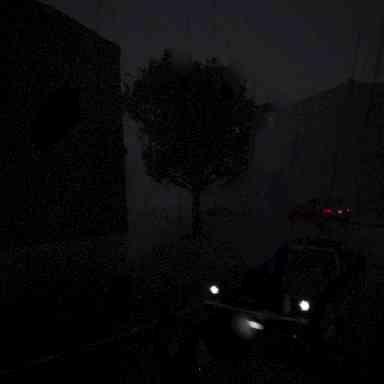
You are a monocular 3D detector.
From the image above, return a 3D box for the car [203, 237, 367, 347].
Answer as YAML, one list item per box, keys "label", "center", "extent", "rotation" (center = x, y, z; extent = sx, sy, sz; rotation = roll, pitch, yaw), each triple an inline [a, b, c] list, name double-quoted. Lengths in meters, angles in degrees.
- label: "car"
  center: [2.177, 1.665, 6.710]
  extent: [1.895, 1.301, 4.718]
  rotation: [-1, -1, 35]

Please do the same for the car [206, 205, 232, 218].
- label: "car"
  center: [3.334, 2.418, 42.331]
  extent: [2.128, 1.511, 4.902]
  rotation: [-3, -1, -20]

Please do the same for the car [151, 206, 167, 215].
- label: "car"
  center: [-5.672, 3.054, 56.229]
  extent: [1.994, 1.385, 4.181]
  rotation: [-3, 0, -20]

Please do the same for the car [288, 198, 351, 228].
- label: "car"
  center: [9.336, 1.508, 24.859]
  extent: [2.150, 2.045, 5.566]
  rotation: [-2, -1, -12]
